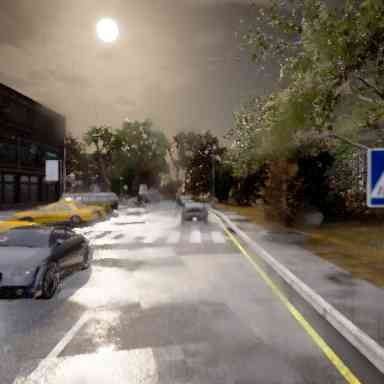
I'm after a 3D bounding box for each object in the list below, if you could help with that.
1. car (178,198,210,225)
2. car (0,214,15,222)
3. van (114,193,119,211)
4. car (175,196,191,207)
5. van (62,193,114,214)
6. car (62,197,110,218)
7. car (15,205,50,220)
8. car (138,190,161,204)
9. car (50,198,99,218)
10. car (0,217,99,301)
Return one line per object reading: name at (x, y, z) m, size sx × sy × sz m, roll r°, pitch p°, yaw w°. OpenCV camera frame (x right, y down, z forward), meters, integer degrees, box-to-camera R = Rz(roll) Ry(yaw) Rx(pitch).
car at (0.195, 1.454, 23.936) m, size 1.837 × 1.490 × 4.892 m, roll 0°, pitch 1°, yaw 0°
car at (-8.963, 1.466, 10.684) m, size 5.366 × 1.575 × 1.946 m, roll -1°, pitch 0°, yaw -20°
van at (-9.323, 1.101, 31.584) m, size 4.442 × 1.987 × 1.878 m, roll -1°, pitch 1°, yaw -20°
car at (-0.951, 1.188, 41.707) m, size 2.128 × 1.511 × 4.902 m, roll 0°, pitch 1°, yaw -10°
van at (-9.302, 1.145, 28.583) m, size 4.442 × 1.987 × 1.878 m, roll -1°, pitch 1°, yaw -20°
car at (-9.177, 1.412, 25.639) m, size 5.008 × 1.535 × 2.097 m, roll -1°, pitch 0°, yaw -20°
car at (-8.963, 1.462, 13.686) m, size 5.366 × 1.575 × 1.946 m, roll -1°, pitch 0°, yaw -20°
car at (-6.651, 0.771, 51.022) m, size 2.150 × 2.045 × 5.566 m, roll 0°, pitch 1°, yaw -26°
car at (-9.325, 1.447, 22.571) m, size 5.366 × 1.575 × 1.946 m, roll -1°, pitch 1°, yaw -20°
car at (-3.936, 1.553, 8.191) m, size 1.994 × 1.385 × 4.181 m, roll 0°, pitch 0°, yaw 0°
